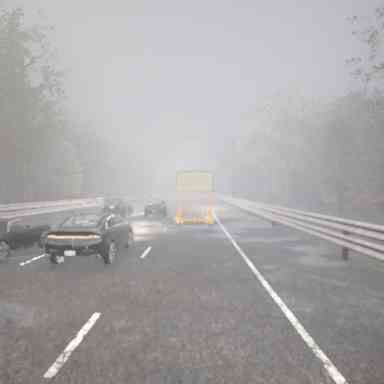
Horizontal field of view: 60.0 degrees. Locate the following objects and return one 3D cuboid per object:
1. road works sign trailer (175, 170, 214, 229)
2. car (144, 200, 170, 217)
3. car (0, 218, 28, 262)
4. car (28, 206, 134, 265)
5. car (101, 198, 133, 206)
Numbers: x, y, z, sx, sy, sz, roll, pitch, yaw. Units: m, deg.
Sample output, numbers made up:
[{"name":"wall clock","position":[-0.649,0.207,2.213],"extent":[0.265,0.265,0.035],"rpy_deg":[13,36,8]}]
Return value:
[{"name":"road works sign trailer","position":[0.172,0.416,21.140],"extent":[2.380,3.560,2.880],"rpy_deg":[0,0,2]},{"name":"car","position":[-3.079,1.412,29.876],"extent":[2.128,1.511,4.902],"rpy_deg":[0,0,1]},{"name":"car","position":[-6.835,1.559,11.874],"extent":[1.895,1.301,4.718],"rpy_deg":[0,0,0]},{"name":"car","position":[-3.330,1.459,11.552],"extent":[2.128,1.511,4.902],"rpy_deg":[0,0,0]},{"name":"car","position":[-6.567,1.283,29.458],"extent":[2.097,1.767,4.553],"rpy_deg":[0,1,1]}]
